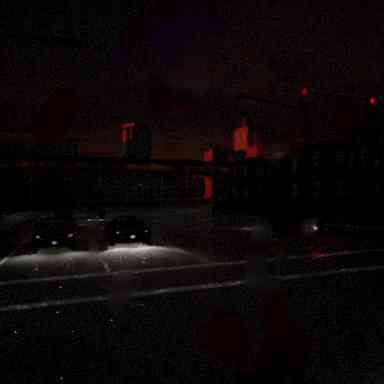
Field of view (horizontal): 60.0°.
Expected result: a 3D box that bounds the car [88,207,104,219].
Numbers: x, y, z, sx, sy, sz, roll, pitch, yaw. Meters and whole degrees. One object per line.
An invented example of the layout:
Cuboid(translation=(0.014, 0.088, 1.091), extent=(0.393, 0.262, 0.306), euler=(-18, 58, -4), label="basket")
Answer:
Cuboid(translation=(-11.860, 2.563, 41.186), extent=(2.033, 1.411, 5.357), euler=(0, -1, -19), label="car")

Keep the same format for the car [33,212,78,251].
Cuboid(translation=(-6.796, 1.970, 16.679), extent=(1.812, 1.442, 4.674), euler=(0, -1, -20), label="car")

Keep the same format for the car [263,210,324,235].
Cuboid(translation=(6.341, 1.900, 21.356), extent=(1.837, 1.490, 4.892), euler=(0, -2, -17), label="car")

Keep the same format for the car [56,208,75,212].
Cuboid(translation=(-13.191, 2.374, 34.453), extent=(1.882, 1.535, 5.008), euler=(0, -1, -20), label="car")

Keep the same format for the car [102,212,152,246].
Cuboid(translation=(-3.482, 1.983, 17.773), extent=(1.994, 1.385, 4.181), euler=(0, -1, -20), label="car")
